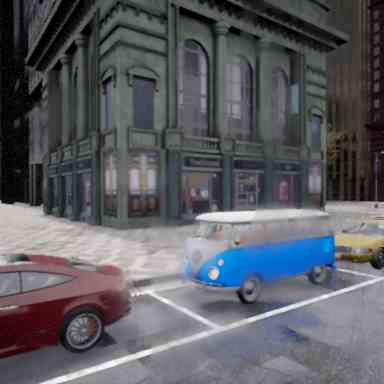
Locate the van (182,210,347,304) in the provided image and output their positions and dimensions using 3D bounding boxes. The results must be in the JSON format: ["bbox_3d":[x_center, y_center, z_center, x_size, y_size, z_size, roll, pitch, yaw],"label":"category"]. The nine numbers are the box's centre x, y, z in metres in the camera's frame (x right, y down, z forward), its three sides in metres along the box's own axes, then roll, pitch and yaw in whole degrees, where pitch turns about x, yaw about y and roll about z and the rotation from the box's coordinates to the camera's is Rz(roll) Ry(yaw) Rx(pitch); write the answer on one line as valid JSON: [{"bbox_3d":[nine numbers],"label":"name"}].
[{"bbox_3d":[1.691,1.335,7.858,3.998,1.788,1.690,0,0,-35],"label":"van"}]

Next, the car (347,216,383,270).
[{"bbox_3d":[6.142,1.515,11.032,4.829,1.417,1.752,0,0,-35],"label":"car"}]

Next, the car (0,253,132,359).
[{"bbox_3d":[-2.897,1.582,4.585,4.206,1.307,1.802,0,0,-35],"label":"car"}]
